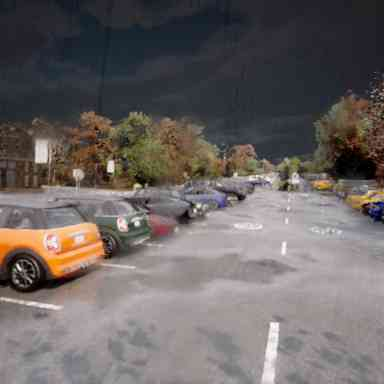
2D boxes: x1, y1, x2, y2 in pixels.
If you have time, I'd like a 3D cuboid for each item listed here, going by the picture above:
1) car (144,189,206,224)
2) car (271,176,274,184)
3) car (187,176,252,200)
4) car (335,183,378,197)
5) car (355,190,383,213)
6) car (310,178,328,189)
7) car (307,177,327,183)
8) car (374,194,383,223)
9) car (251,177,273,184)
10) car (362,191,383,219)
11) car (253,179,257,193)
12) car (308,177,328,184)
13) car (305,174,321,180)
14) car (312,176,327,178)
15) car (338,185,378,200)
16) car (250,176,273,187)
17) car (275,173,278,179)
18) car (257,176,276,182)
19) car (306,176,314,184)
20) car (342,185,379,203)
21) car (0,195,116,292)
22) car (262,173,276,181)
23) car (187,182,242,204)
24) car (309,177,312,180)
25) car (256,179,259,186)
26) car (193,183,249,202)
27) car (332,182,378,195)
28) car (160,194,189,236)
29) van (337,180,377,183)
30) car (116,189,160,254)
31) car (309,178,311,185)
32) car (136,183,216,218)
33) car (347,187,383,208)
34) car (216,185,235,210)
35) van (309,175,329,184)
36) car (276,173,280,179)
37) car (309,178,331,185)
[{"bbox_3d":[-2.084,0.823,15.766,4.792,1.488,2.163,2,3,17],"label":"car"},{"bbox_3d":[14.327,-2.119,70.980,5.008,1.535,2.097,2,5,17],"label":"car"},{"bbox_3d":[2.000,-0.114,29.061,5.566,2.045,2.435,2,4,17],"label":"car"},{"bbox_3d":[16.158,0.276,30.839,4.674,1.452,2.002,2,4,17],"label":"car"},{"bbox_3d":[12.905,0.896,20.186,4.792,1.488,2.163,2,4,17],"label":"car"},{"bbox_3d":[25.277,-1.285,62.056,5.008,1.535,2.097,2,5,17],"label":"car"},{"bbox_3d":[33.258,-3.212,88.376,4.792,1.488,2.163,2,4,17],"label":"car"},{"bbox_3d":[11.317,1.119,14.840,5.008,1.535,2.097,2,3,17],"label":"car"},{"bbox_3d":[16.729,-2.715,78.933,4.892,1.521,2.231,2,5,17],"label":"car"},{"bbox_3d":[12.122,0.997,17.509,5.008,1.535,2.097,2,3,17],"label":"car"},{"bbox_3d":[4.412,-0.346,37.065,4.792,1.488,2.163,2,4,17],"label":"car"},{"bbox_3d":[32.497,-3.034,85.855,4.792,1.488,2.163,2,5,17],"label":"car"},{"bbox_3d":[30.068,-2.718,77.779,5.566,2.045,2.435,2,5,17],"label":"car"},{"bbox_3d":[26.112,-1.608,64.682,4.553,1.767,2.185,2,5,17],"label":"car"},{"bbox_3d":[15.341,0.446,28.049,4.792,1.488,2.163,2,4,17],"label":"car"},{"bbox_3d":[13.493,-1.891,68.341,4.792,1.488,2.163,2,5,17],"label":"car"},{"bbox_3d":[18.982,-3.329,87.055,5.366,1.575,1.946,2,5,17],"label":"car"},{"bbox_3d":[20.716,-3.690,92.181,4.892,1.521,2.231,2,5,17],"label":"car"},{"bbox_3d":[28.263,-2.080,72.570,5.366,1.575,1.946,2,5,17],"label":"car"},{"bbox_3d":[14.685,0.581,25.334,5.366,1.575,1.946,2,4,17],"label":"car"},{"bbox_3d":[-4.433,0.956,7.747,4.553,1.767,2.185,2,2,17],"label":"car"},{"bbox_3d":[15.153,-2.567,73.604,5.566,2.045,2.435,2,5,17],"label":"car"},{"bbox_3d":[1.157,0.290,26.421,4.892,1.521,2.231,2,4,17],"label":"car"},{"bbox_3d":[27.639,-1.832,69.876,4.674,1.452,2.002,2,5,17],"label":"car"},{"bbox_3d":[5.161,-0.527,39.741,4.792,1.488,2.163,2,4,17],"label":"car"},{"bbox_3d":[2.771,-0.026,31.756,5.008,1.535,2.097,2,4,17],"label":"car"},{"bbox_3d":[16.963,0.097,33.500,4.674,1.452,2.002,2,4,17],"label":"car"},{"bbox_3d":[-2.832,0.929,13.083,4.792,1.488,2.163,2,3,17],"label":"car"},{"bbox_3d":[17.615,-0.343,36.072,4.442,1.987,1.878,1,4,17],"label":"van"},{"bbox_3d":[-3.631,0.870,10.408,4.553,1.767,2.185,2,2,17],"label":"car"},{"bbox_3d":[26.815,-1.645,67.238,4.792,1.488,2.163,2,5,17],"label":"car"},{"bbox_3d":[-1.278,0.556,18.426,4.553,1.767,2.185,2,3,17],"label":"car"},{"bbox_3d":[13.878,0.735,22.662,5.366,1.575,1.946,2,4,17],"label":"car"},{"bbox_3d":[0.332,0.460,23.772,4.792,1.488,2.163,2,3,17],"label":"car"},{"bbox_3d":[31.785,-3.093,83.164,4.442,1.987,1.878,2,5,17],"label":"van"},{"bbox_3d":[20.102,-3.501,89.482,5.366,1.575,1.946,2,5,17],"label":"car"},{"bbox_3d":[30.809,-2.638,80.461,4.792,1.488,2.163,2,5,17],"label":"car"}]
